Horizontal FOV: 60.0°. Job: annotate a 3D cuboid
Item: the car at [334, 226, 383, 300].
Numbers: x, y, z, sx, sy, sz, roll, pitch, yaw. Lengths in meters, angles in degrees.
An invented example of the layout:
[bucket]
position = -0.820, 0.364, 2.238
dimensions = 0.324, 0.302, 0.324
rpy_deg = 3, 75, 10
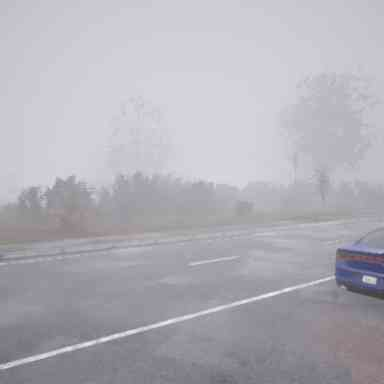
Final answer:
[car]
position = 5.305, 1.474, 7.642
dimensions = 5.008, 1.535, 1.882
rpy_deg = 0, 0, -36
